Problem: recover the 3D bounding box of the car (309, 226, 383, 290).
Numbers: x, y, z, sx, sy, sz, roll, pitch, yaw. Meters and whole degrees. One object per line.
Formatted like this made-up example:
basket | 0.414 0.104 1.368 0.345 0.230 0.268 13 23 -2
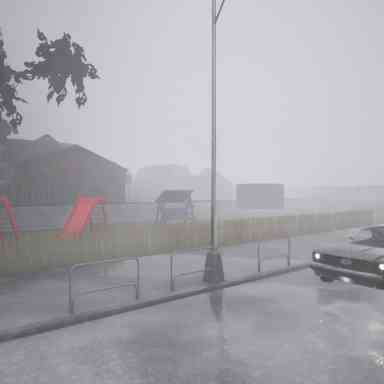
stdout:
car | 5.103 1.601 8.617 4.718 1.301 1.895 0 0 -38
